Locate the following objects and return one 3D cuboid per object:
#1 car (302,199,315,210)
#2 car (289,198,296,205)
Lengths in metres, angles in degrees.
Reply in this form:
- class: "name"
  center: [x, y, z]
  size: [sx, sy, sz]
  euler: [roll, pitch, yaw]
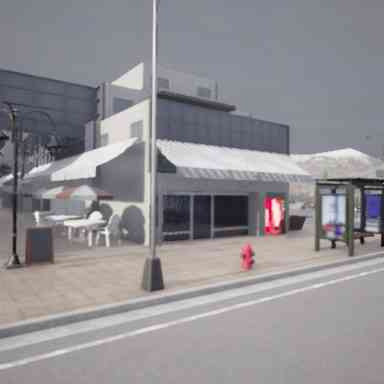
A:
- class: "car"
  center: [18.126, 1.808, 48.109]
  size: [5.027, 1.636, 2.152]
  euler: [1, 0, -36]
- class: "car"
  center: [21.599, 2.169, 74.371]
  size: [3.633, 1.501, 1.845]
  euler: [1, 0, -36]
